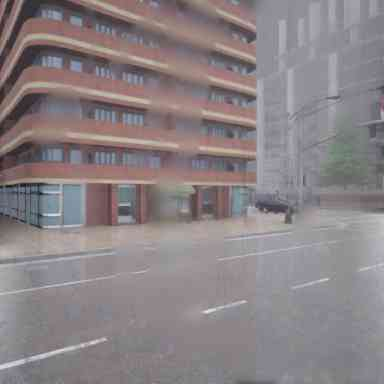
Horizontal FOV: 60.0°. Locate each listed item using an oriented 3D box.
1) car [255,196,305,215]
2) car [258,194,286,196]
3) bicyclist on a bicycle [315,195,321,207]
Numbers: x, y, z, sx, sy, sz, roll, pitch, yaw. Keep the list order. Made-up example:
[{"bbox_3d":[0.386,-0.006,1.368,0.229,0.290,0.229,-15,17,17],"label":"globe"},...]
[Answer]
[{"bbox_3d":[8.880,1.491,32.967,2.128,1.511,4.902,0,0,-36],"label":"car"},{"bbox_3d":[9.703,1.222,37.764,2.150,2.045,5.566,0,0,-36],"label":"car"},{"bbox_3d":[17.810,1.301,46.968,1.656,1.620,0.582,0,0,-36],"label":"bicyclist on a bicycle"}]
